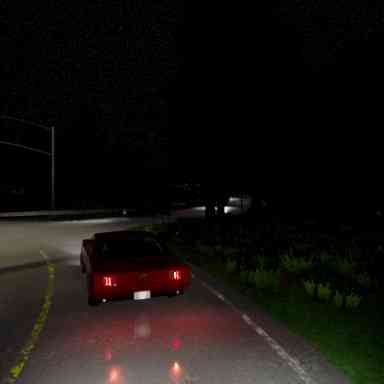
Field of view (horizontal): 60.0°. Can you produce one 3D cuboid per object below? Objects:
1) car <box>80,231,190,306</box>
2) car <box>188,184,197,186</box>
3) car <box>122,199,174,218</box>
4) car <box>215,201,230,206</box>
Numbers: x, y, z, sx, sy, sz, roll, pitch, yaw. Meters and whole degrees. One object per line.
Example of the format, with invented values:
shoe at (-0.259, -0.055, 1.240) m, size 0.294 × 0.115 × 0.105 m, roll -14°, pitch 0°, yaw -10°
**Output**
car at (-1.688, 1.601, 8.167) m, size 1.895 × 1.301 × 4.718 m, roll 0°, pitch 0°, yaw -21°
car at (0.065, -1.820, 70.112) m, size 2.128 × 1.511 × 4.902 m, roll 0°, pitch 5°, yaw -1°
car at (-3.836, 1.379, 29.211) m, size 2.128 × 1.511 × 4.902 m, roll 0°, pitch 2°, yaw 45°
car at (3.346, 0.764, 39.649) m, size 1.837 × 1.490 × 4.892 m, roll 0°, pitch 4°, yaw 14°
